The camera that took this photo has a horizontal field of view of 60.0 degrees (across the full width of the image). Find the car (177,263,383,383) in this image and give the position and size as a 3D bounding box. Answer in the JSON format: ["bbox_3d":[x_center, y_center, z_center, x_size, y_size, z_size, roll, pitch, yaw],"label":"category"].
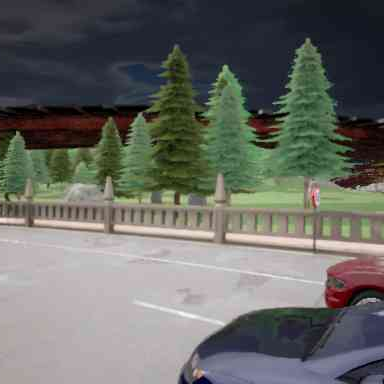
[{"bbox_3d":[1.899,1.557,2.457,4.181,1.385,1.994,0,0,35],"label":"car"}]

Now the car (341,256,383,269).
[{"bbox_3d":[4.604,1.467,4.838,5.008,1.535,1.882,0,0,36],"label":"car"}]
